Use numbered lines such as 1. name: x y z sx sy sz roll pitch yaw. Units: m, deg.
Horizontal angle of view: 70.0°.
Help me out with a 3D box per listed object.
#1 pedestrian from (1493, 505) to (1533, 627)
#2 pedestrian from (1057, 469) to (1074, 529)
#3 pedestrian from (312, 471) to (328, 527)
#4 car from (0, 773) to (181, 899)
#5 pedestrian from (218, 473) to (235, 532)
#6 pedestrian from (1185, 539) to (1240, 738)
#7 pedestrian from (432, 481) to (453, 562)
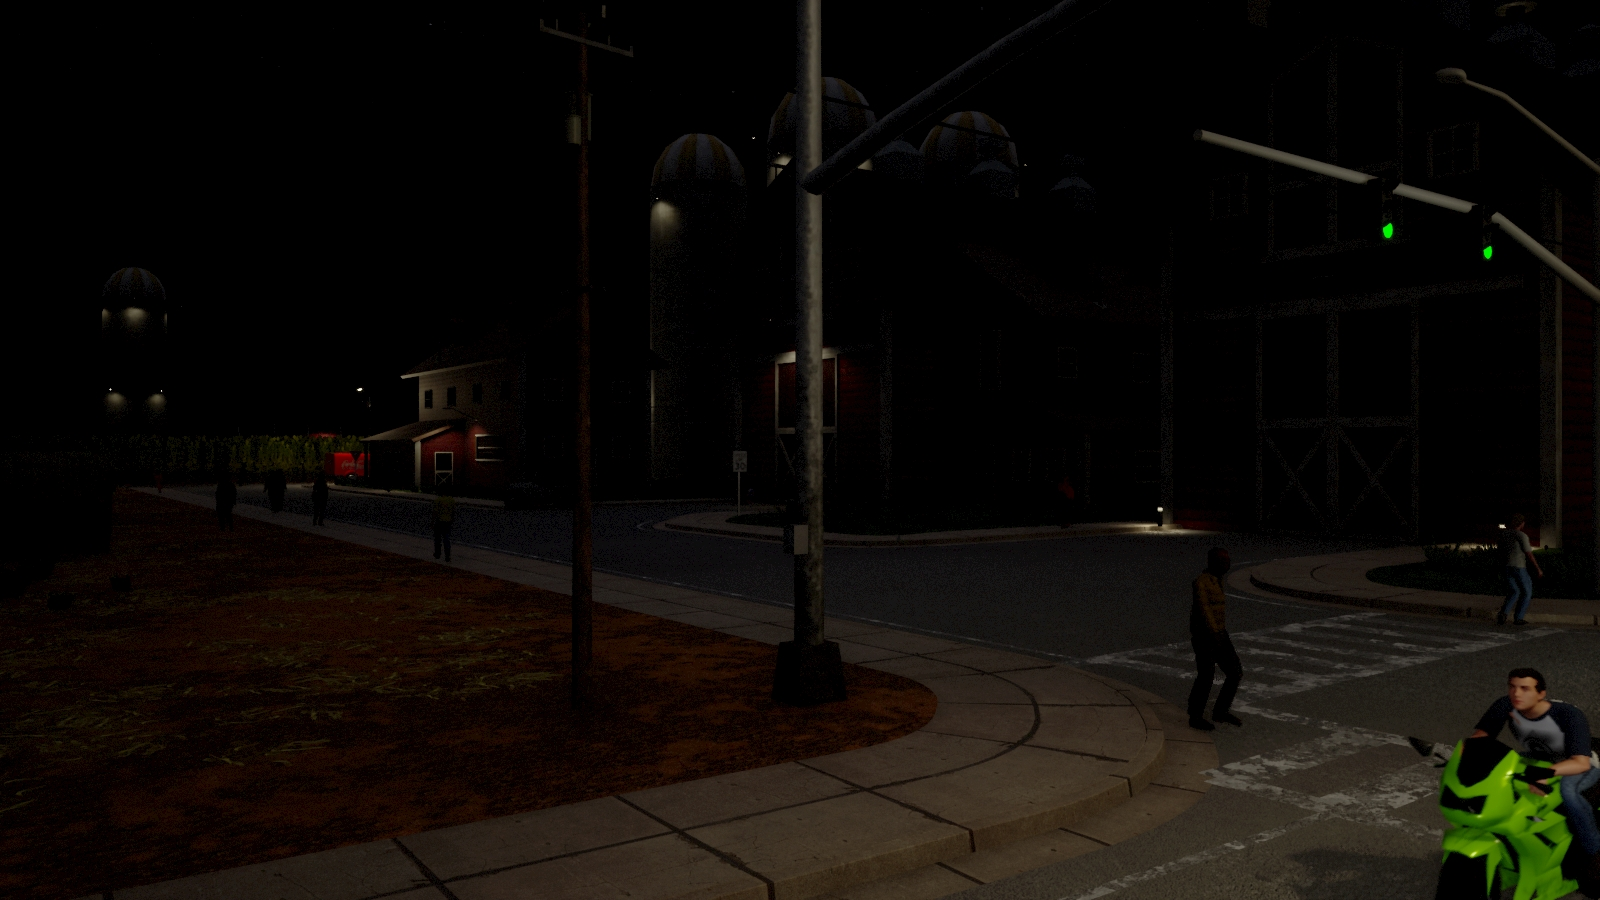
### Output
1. pedestrian: 11.178 1.810 17.907 0.375 1.860 0.375 0 0 -20
2. pedestrian: 8.283 1.534 35.661 0.375 1.860 0.375 0 0 -21
3. pedestrian: -16.366 1.665 38.945 0.375 1.860 0.375 0 0 43
4. car: -3.384 1.906 1.453 4.553 1.767 2.097 0 0 -35
5. pedestrian: -18.324 1.666 36.482 0.375 1.860 0.375 0 0 41
6. pedestrian: 4.044 1.825 11.205 0.375 1.860 0.375 0 0 -40
7. pedestrian: -8.394 1.665 26.816 0.375 1.860 0.375 0 0 -33
